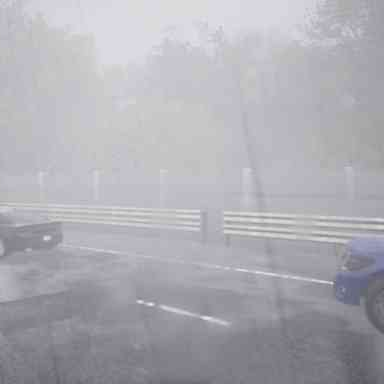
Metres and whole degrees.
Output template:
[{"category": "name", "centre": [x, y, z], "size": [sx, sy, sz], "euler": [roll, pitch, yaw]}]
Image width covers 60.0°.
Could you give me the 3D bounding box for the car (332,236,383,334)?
[{"category": "car", "centre": [5.130, 1.206, 4.957], "size": [5.566, 2.045, 2.150], "euler": [1, 1, 31]}]

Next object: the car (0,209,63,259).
[{"category": "car", "centre": [-6.902, 1.337, 12.045], "size": [5.008, 1.535, 1.882], "euler": [1, 0, 29]}]
